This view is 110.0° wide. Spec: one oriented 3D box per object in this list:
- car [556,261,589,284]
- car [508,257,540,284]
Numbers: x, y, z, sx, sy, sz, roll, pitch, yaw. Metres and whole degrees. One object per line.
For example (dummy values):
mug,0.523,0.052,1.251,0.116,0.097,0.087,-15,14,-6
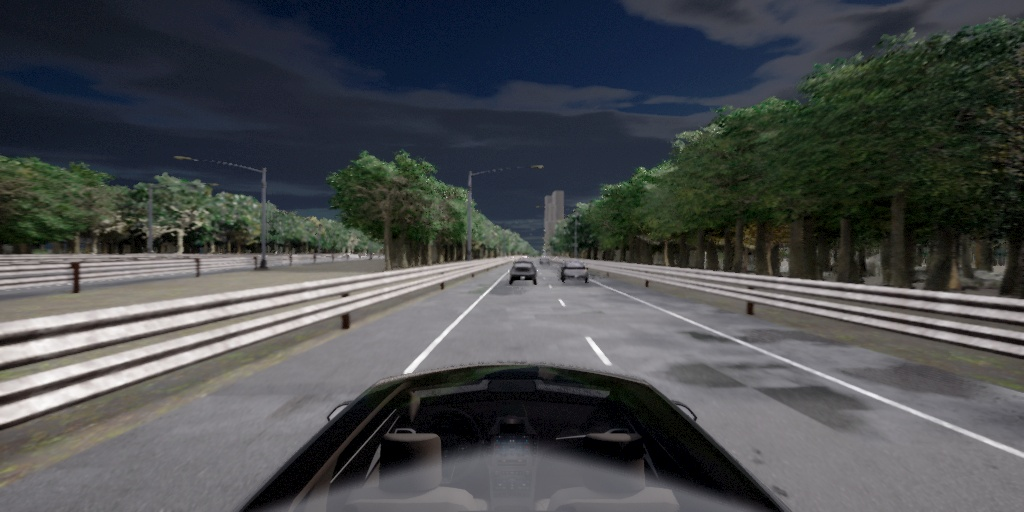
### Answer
car,4.333,1.112,25.999,2.128,1.511,4.902,1,0,2
car,0.801,1.097,25.280,1.837,1.490,4.892,1,1,2
